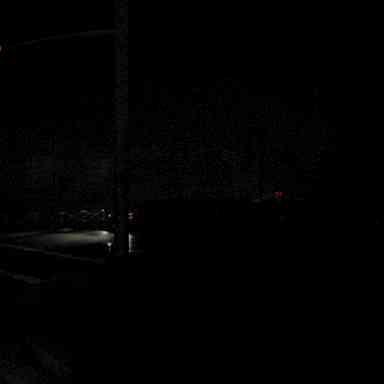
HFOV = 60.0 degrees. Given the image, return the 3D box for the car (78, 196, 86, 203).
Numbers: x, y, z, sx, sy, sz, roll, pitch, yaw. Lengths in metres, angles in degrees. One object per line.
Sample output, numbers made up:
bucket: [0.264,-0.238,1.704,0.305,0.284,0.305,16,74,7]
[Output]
car: [-18.474,1.077,60.365,1.905,1.878,3.866,0,0,35]

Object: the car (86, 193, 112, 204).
car: [-15.864,1.097,59.022,1.932,1.855,4.605,0,0,35]

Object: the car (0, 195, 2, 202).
car: [-41.402,1.298,67.569,2.007,1.523,4.514,0,0,35]

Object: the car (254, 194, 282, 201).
car: [8.422,1.221,37.051,2.150,2.045,5.566,0,0,35]

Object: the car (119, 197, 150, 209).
car: [-7.499,1.384,43.836,1.970,1.475,3.806,0,0,35]

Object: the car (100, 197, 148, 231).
car: [-3.056,1.352,20.569,2.097,1.767,4.553,0,0,35]

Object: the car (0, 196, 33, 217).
car: [-15.817,1.339,26.918,2.007,1.523,4.514,0,0,35]

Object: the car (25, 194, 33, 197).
car: [-34.339,1.232,71.204,1.970,1.475,3.806,0,0,35]

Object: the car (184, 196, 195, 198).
car: [-0.778,1.374,48.169,1.845,1.501,3.633,0,0,35]

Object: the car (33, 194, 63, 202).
car: [-28.915,1.153,67.759,2.152,1.636,5.027,0,0,35]
